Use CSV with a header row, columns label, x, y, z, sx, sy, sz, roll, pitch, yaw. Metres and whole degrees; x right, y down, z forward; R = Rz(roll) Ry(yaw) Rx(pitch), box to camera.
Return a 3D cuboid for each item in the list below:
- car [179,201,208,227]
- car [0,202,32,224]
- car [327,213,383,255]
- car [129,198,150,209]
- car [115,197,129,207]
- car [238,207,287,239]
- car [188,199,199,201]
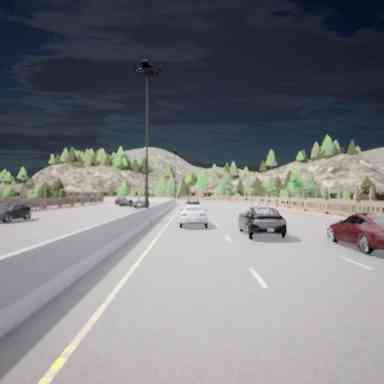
label,x,y,z,sx,sy,sz,roll,pitch,yaw
car,0.106,1.587,22.971,1.812,1.442,4.674,0,0,0
car,-14.090,1.559,25.422,2.128,1.511,4.902,0,0,0
car,7.104,1.559,13.315,1.812,1.442,4.674,0,0,0
car,-7.062,1.654,47.113,2.128,1.511,4.902,0,0,0
car,-10.541,1.759,53.737,1.994,1.385,4.181,0,0,1
car,3.604,1.537,17.614,2.128,1.511,4.902,0,0,0
car,0.110,1.621,40.807,2.128,1.511,4.902,0,0,0
